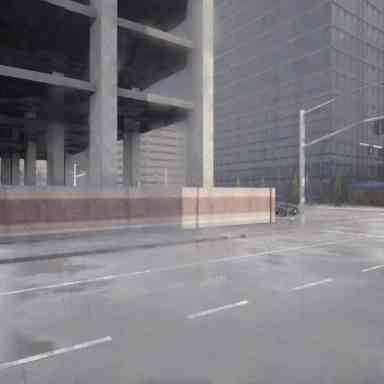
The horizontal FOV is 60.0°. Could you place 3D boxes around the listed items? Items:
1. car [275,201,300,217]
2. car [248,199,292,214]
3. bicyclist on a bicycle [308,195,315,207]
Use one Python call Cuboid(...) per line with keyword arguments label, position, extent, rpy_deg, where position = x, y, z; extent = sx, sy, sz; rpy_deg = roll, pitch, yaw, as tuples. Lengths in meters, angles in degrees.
Cuboid(label="car", position=(8.133, 1.564, 31.533), extent=(1.994, 1.385, 4.181), rpy_deg=(0, 0, -36))
Cuboid(label="car", position=(8.542, 1.526, 36.933), extent=(1.812, 1.442, 4.674), rpy_deg=(0, 0, -36))
Cuboid(label="bicyclist on a bicycle", position=(16.610, 1.301, 46.220), extent=(1.656, 1.620, 0.582), rpy_deg=(0, 0, -36))
